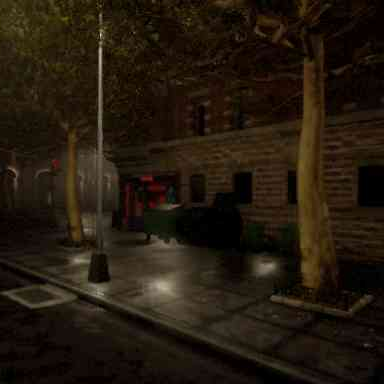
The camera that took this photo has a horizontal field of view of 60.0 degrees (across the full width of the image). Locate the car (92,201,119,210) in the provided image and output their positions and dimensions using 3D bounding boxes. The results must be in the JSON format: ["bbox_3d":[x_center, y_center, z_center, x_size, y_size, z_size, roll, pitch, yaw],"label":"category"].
[{"bbox_3d":[-13.070,2.110,51.616,1.895,1.301,4.718,0,-1,42],"label":"car"}]
